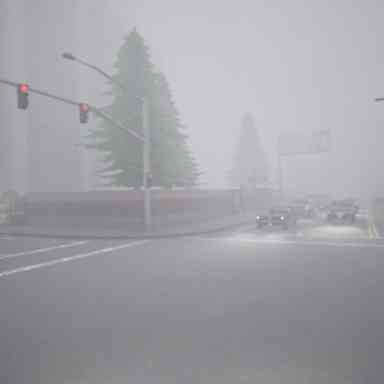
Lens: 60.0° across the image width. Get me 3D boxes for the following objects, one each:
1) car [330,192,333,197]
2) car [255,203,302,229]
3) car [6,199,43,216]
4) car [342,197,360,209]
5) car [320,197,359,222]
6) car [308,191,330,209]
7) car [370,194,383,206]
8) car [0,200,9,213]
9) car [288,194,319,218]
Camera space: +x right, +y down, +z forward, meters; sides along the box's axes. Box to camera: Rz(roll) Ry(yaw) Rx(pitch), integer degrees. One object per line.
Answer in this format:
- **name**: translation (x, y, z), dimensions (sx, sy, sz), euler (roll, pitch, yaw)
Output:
- **car**: translation (18.862, 1.043, 47.350), dimensions (2.150, 2.045, 5.566), euler (-1, 0, 27)
- **car**: translation (5.593, 1.597, 21.618), dimensions (1.895, 1.301, 4.718), euler (-1, 0, 27)
- **car**: translation (-19.607, 1.769, 38.951), dimensions (3.866, 1.878, 1.905), euler (-1, 0, 27)
- **car**: translation (20.407, 1.364, 42.668), dimensions (1.895, 1.301, 4.718), euler (-1, 0, 27)
- **car**: translation (11.199, 1.376, 24.891), dimensions (2.128, 1.511, 4.902), euler (-1, 0, 27)
- **car**: translation (13.971, 1.107, 37.895), dimensions (2.150, 2.045, 5.566), euler (-1, 0, 28)
- **car**: translation (26.883, 1.165, 47.427), dimensions (1.812, 1.442, 4.674), euler (-1, -1, 27)
- **car**: translation (-20.942, 1.787, 36.331), dimensions (3.866, 1.878, 1.905), euler (-1, 0, 27)
- **car**: translation (9.649, 1.295, 29.533), dimensions (2.097, 1.767, 4.553), euler (-1, 0, 27)
